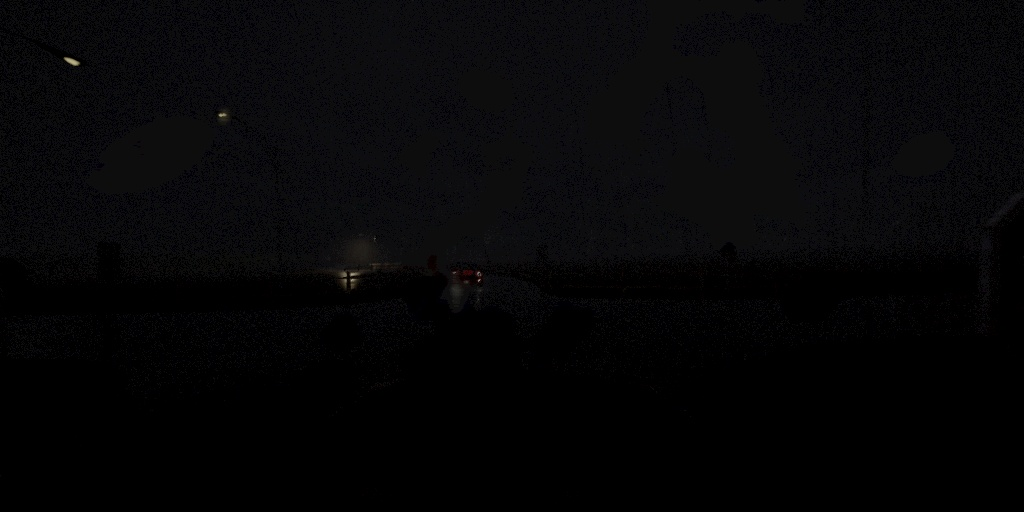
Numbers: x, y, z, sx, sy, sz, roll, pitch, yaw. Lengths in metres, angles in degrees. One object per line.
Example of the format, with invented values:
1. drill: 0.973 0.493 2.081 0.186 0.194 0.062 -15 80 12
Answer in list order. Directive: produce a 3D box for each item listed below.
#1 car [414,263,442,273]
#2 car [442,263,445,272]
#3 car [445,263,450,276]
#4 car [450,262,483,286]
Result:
1. car: -12.878 1.777 54.432 1.837 1.490 4.892 -1 -1 -35
2. car: -10.864 1.796 56.617 2.033 1.411 5.357 -1 0 -37
3. car: -5.704 1.414 39.786 2.097 1.767 4.553 0 0 -19
4. car: -3.266 1.300 26.992 2.097 1.767 4.553 0 0 -5
